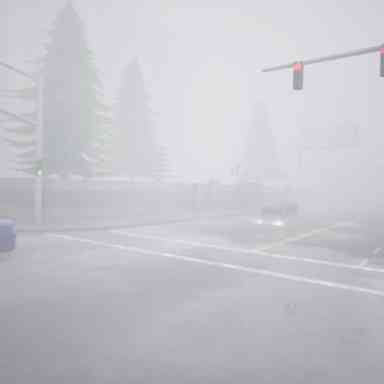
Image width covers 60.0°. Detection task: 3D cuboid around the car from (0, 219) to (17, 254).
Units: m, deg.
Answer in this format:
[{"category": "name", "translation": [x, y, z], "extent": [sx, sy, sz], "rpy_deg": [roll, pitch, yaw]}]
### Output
[{"category": "car", "translation": [-7.121, 1.193, 8.308], "extent": [1.882, 1.535, 5.008], "rpy_deg": [2, 1, 36]}]

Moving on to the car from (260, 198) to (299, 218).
[{"category": "car", "translation": [7.395, 1.257, 27.792], "extent": [1.882, 1.535, 5.008], "rpy_deg": [2, 1, 37]}]

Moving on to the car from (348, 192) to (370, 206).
[{"category": "car", "translation": [26.613, 1.205, 53.584], "extent": [2.097, 1.767, 4.553], "rpy_deg": [2, 1, 37]}]
